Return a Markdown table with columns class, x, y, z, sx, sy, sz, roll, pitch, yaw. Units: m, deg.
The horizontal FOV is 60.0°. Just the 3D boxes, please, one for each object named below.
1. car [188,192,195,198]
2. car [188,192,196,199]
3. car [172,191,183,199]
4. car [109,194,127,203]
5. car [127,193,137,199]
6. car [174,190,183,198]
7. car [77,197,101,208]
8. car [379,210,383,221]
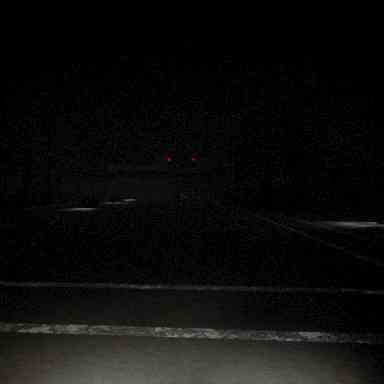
| class | x | y | z | sx | sy | sz | roll | pitch | yaw |
| --- | --- | --- | --- | --- | --- | --- | --- | --- | --- |
| car | -0.012 | 0.673 | 87.772 | 1.812 | 1.442 | 4.674 | 0 | 1 | 0 |
| car | -0.011 | 0.880 | 77.646 | 1.812 | 1.442 | 4.674 | 0 | 1 | 0 |
| car | -3.511 | 0.846 | 77.051 | 1.882 | 1.535 | 5.008 | 0 | 1 | 0 |
| car | -14.054 | 1.182 | 62.055 | 1.812 | 1.442 | 4.674 | 0 | 1 | 1 |
| car | -14.011 | 0.979 | 76.306 | 1.895 | 1.301 | 4.718 | 0 | 1 | 0 |
| car | -3.512 | 0.514 | 87.288 | 2.097 | 1.767 | 4.553 | 0 | 1 | 0 |
| car | -14.108 | 1.417 | 46.006 | 2.033 | 1.411 | 5.357 | 0 | 1 | 0 |
| car | 15.829 | 1.353 | 23.523 | 4.553 | 1.767 | 2.097 | 0 | 0 | -2 |
